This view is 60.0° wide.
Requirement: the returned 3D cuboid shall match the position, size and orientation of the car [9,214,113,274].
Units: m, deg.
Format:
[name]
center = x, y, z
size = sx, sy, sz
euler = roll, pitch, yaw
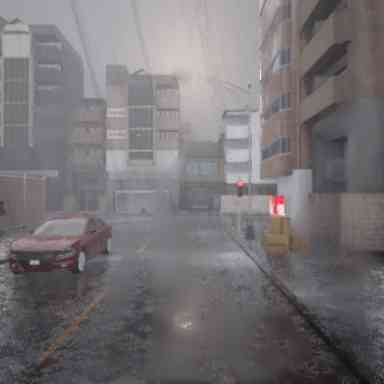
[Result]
[car]
center = -3.998, 1.528, 10.941
size = 1.882, 1.535, 5.008
euler = 0, 0, 0
